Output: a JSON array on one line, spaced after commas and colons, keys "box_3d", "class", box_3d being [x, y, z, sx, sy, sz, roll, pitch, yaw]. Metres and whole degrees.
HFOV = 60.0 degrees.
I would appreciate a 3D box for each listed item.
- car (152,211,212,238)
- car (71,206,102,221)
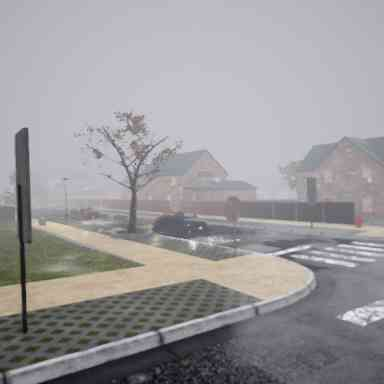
[{"box_3d": [-0.696, 1.854, 20.088, 1.994, 1.385, 4.181, -2, 0, -36], "class": "car"}, {"box_3d": [-10.953, 2.156, 34.340, 1.895, 1.301, 4.718, -2, 0, -36], "class": "car"}]
